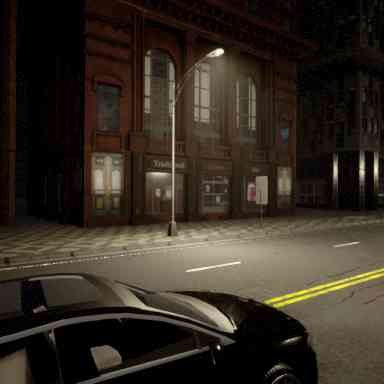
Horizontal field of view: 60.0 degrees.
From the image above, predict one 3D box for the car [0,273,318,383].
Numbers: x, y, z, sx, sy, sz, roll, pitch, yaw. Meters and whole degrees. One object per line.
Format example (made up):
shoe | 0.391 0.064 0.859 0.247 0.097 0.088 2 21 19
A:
car | -0.947 1.491 2.765 4.902 1.511 2.128 0 0 -35
